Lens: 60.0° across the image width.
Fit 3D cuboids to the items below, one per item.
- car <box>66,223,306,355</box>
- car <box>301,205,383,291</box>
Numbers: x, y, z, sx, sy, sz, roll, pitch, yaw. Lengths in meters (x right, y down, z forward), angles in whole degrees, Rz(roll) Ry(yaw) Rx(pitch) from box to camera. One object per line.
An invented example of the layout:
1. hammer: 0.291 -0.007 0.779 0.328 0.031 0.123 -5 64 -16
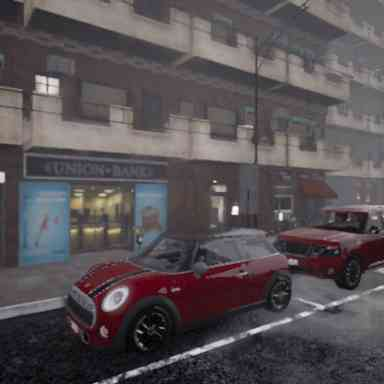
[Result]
1. car: -0.089 1.439 6.027 4.097 1.590 1.967 0 0 -35
2. car: 4.418 1.314 9.241 5.009 1.841 2.192 0 0 -35
